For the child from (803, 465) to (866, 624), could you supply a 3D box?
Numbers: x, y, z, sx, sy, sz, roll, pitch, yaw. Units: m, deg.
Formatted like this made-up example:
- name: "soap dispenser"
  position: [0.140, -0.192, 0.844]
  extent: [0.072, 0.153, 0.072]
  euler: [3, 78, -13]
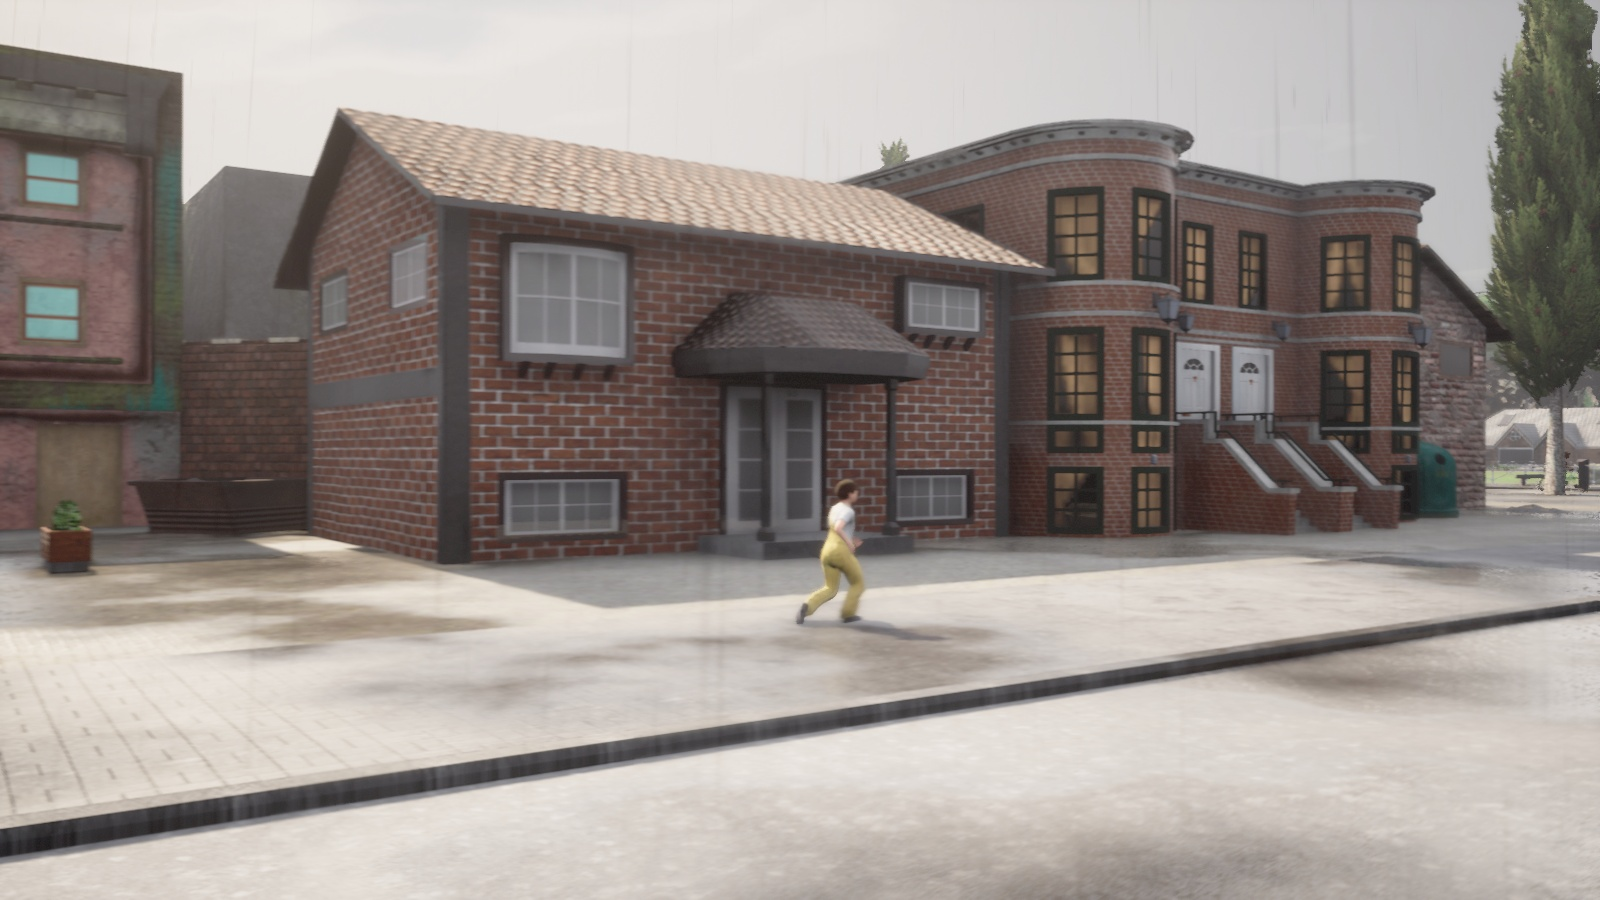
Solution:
- name: "child"
  position: [0.282, 0.759, 10.259]
  extent: [0.437, 1.263, 0.270]
  euler: [0, 0, -32]
